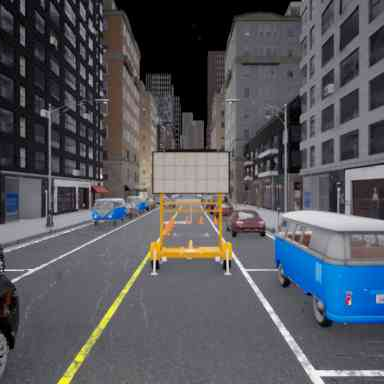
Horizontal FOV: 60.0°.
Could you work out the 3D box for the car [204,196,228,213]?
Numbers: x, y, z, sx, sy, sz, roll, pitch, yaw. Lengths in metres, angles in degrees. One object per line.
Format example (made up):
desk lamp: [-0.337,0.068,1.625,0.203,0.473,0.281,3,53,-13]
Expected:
car: [2.759,1.315,34.262,2.192,1.841,5.009,0,0,0]

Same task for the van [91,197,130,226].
van: [-5.735,1.340,23.236,1.690,1.788,3.998,0,0,0]

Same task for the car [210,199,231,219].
car: [2.775,1.581,28.760,1.802,1.307,4.206,0,0,0]

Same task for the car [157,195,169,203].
car: [-5.860,1.452,67.246,1.967,1.590,4.097,0,0,0]

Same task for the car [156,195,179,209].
car: [-3.224,1.494,44.683,2.128,1.511,4.902,0,0,0]

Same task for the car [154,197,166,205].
car: [-5.844,1.591,61.744,1.802,1.307,4.206,0,0,0]

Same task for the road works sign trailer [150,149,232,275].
road works sign trailer: [-0.029,0.464,10.425,2.380,3.560,2.880,0,0,0]

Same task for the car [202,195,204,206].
car: [2.728,1.443,45.265,1.967,1.590,4.097,0,0,0]

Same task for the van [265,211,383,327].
van: [2.837,1.341,6.755,1.690,1.788,3.998,0,0,0]

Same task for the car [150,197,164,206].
car: [-5.828,1.572,56.243,1.947,1.339,4.313,0,0,0]

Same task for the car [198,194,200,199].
car: [2.666,1.577,67.270,1.947,1.339,4.313,0,0,0]

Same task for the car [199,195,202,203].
car: [2.697,1.557,56.267,2.008,1.369,4.403,0,0,0]

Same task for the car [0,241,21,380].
car: [-3.106,1.491,2.297,2.128,1.511,4.902,0,0,0]

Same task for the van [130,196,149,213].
van: [-5.766,1.341,34.238,1.690,1.788,3.998,0,0,0]

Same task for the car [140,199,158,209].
car: [-5.797,1.585,45.241,1.802,1.307,4.206,0,0,0]

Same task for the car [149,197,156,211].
car: [-5.781,1.567,39.739,1.947,1.339,4.313,0,0,0]

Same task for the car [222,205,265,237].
car: [2.806,1.581,17.758,1.802,1.307,4.206,0,0,0]

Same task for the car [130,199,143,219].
car: [-5.750,1.550,28.736,2.008,1.369,4.403,0,0,0]
